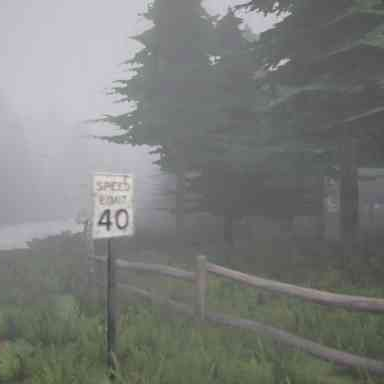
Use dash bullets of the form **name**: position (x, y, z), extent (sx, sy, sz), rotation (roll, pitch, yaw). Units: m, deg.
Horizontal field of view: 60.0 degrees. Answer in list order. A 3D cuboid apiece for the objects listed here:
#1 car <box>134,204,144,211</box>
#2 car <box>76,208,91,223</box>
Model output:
- **car**: position (-7.191, 2.360, 43.430), extent (2.097, 1.767, 4.553), rotation (0, -1, 18)
- **car**: position (-9.355, 2.236, 32.024), extent (2.128, 1.511, 4.902), rotation (0, -1, 7)
